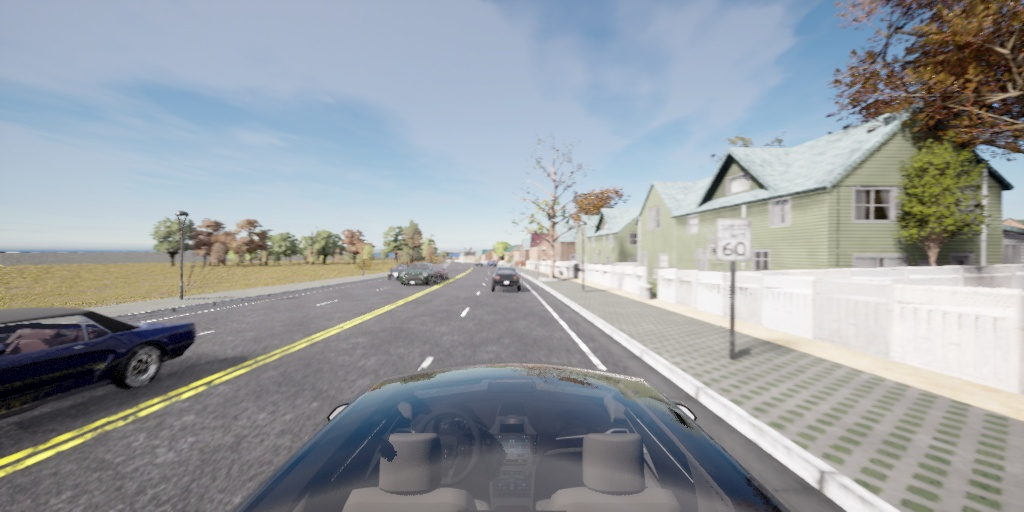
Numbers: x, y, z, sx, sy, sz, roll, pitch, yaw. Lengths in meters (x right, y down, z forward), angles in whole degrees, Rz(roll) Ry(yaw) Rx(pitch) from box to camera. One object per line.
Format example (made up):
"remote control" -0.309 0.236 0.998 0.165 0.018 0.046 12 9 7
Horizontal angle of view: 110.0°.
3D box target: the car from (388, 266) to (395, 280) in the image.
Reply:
"car" -10.577 1.544 34.821 2.128 1.511 4.902 0 -1 -3

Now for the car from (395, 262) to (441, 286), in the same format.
"car" -7.108 1.307 27.650 2.097 1.767 4.553 0 0 -2

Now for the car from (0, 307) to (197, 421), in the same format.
"car" -6.571 1.360 4.171 1.895 1.301 4.718 0 0 -1

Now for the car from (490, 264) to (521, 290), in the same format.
"car" -0.407 1.459 23.942 1.812 1.442 4.674 0 -1 -2

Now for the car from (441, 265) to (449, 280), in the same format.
"car" -7.330 1.583 34.969 1.812 1.442 4.674 0 -1 -3
